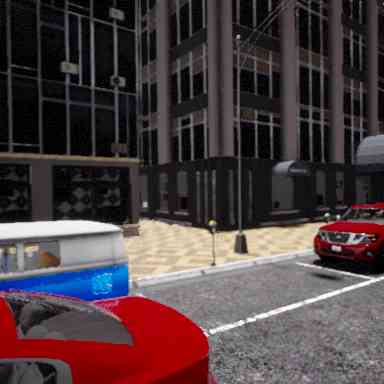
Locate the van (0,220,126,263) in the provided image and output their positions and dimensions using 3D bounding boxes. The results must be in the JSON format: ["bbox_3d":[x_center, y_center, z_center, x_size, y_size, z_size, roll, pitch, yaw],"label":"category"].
[{"bbox_3d":[-2.834,1.341,4.555,3.998,1.788,1.690,0,-1,-35],"label":"van"}]

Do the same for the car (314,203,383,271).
[{"bbox_3d":[6.178,1.294,10.983,5.009,1.841,2.192,0,-1,-35],"label":"car"}]

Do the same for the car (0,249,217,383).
[{"bbox_3d":[-2.140,1.479,1.835,5.008,1.535,1.882,0,0,-35],"label":"car"}]
